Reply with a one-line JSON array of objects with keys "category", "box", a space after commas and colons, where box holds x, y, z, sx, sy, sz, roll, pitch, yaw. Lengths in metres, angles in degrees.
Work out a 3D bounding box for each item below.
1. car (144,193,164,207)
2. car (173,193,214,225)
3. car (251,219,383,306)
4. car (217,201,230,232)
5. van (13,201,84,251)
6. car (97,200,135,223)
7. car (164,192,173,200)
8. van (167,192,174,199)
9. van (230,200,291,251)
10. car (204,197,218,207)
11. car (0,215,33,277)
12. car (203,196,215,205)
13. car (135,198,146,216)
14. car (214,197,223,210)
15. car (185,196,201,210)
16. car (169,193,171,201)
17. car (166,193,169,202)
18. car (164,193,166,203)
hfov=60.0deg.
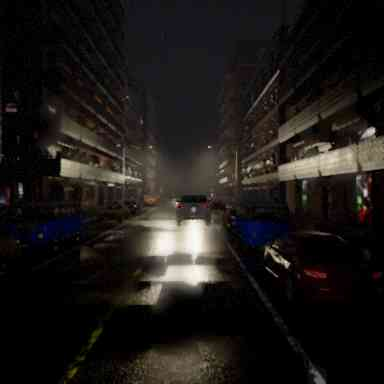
[{"category": "car", "box": [-5.676, 1.091, 47.460, 2.192, 1.841, 5.009, 0, 0, 0]}, {"category": "car", "box": [0.104, 1.102, 22.791, 2.150, 2.045, 5.566, 0, 0, 0]}, {"category": "car", "box": [2.696, 1.539, 7.629, 1.802, 1.307, 4.206, 0, 0, 0]}, {"category": "car", "box": [2.698, 1.443, 19.007, 1.887, 1.381, 4.507, 0, 0, 0]}, {"category": "van", "box": [-5.681, 1.268, 13.319, 1.690, 1.788, 3.998, 0, 0, 0]}, {"category": "car", "box": [-5.681, 1.399, 24.530, 1.752, 1.417, 4.829, 0, 0, 0]}, {"category": "car", "box": [-5.673, 1.001, 75.910, 2.192, 1.841, 5.009, 0, 0, 0]}, {"category": "van", "box": [-5.670, 1.000, 87.292, 1.690, 1.788, 3.998, 0, 0, 0]}, {"category": "van", "box": [2.699, 1.268, 13.315, 1.690, 1.788, 3.998, 0, 0, 0]}, {"category": "car", "box": [2.703, 1.358, 47.458, 1.802, 1.307, 4.206, 0, 0, 0]}, {"category": "car", "box": [-5.684, 1.483, 7.463, 1.752, 1.417, 4.829, 0, 0, 0]}, {"category": "car", "box": [2.704, 1.336, 53.149, 1.802, 1.307, 4.206, 0, 0, 0]}, {"category": "car", "box": [-5.680, 1.429, 30.392, 1.802, 1.307, 4.206, 0, 0, 0]}, {"category": "car", "box": [2.701, 1.405, 36.078, 1.802, 1.307, 4.206, 0, 0, 0]}, {"category": "car", "box": [0.109, 1.305, 41.578, 1.837, 1.490, 4.892, 0, 0, 0]}, {"category": "car", "box": [-5.675, 1.298, 64.531, 1.802, 1.307, 4.206, 0, 0, 0]}, {"category": "car", "box": [-5.675, 1.300, 58.843, 1.947, 1.339, 4.313, 0, 0, 0]}, {"category": "car", "box": [-5.676, 1.280, 52.982, 1.752, 1.417, 4.829, 0, 0, 0]}]
